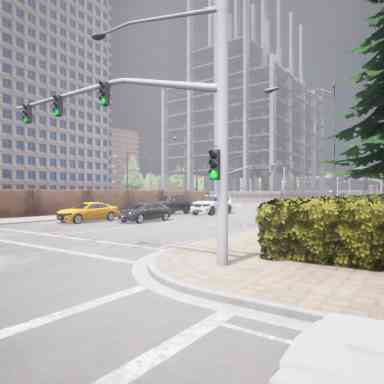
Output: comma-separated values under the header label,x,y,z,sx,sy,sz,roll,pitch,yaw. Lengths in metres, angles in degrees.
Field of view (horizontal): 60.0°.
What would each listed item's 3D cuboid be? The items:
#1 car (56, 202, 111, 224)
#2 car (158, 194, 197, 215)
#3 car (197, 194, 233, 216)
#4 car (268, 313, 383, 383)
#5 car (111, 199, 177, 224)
label,x,y,z,sx,sy,sz,roll,pitch,yaw
car,-7.993,1.533,25.743,1.882,1.535,5.008,0,0,35
car,-2.227,1.277,33.834,2.150,2.045,5.566,0,0,35
car,2.118,1.277,33.884,2.150,2.045,5.566,0,0,36
car,2.828,1.601,1.951,4.718,1.301,1.895,0,0,36
car,-3.605,1.560,25.872,1.837,1.490,4.892,0,0,35
